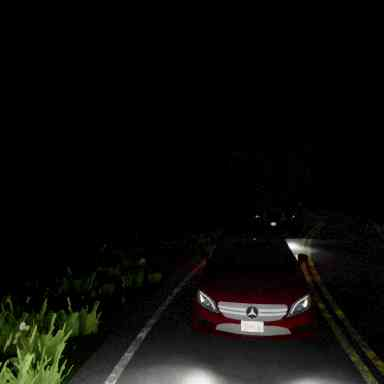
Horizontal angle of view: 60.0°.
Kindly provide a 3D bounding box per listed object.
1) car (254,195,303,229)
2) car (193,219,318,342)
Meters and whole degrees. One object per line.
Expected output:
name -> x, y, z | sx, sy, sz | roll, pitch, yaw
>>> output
car -> 5.041, 1.213, 18.987 | 2.150, 2.045, 5.566 | -2, -1, 22
car -> 1.229, 1.534, 6.728 | 1.812, 1.442, 4.674 | -1, 0, 11
